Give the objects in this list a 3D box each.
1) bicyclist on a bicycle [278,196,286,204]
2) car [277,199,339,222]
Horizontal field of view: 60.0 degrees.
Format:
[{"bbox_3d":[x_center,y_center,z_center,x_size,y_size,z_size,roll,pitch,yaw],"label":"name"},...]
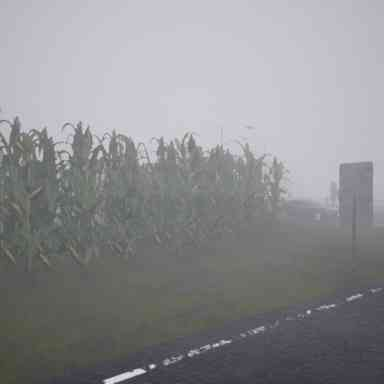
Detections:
[{"bbox_3d":[9.327,1.245,34.080,1.656,1.620,0.582,-1,1,-36],"label":"bicyclist on a bicycle"},{"bbox_3d":[8.642,1.309,24.814,1.837,1.490,4.892,1,0,-36],"label":"car"}]
